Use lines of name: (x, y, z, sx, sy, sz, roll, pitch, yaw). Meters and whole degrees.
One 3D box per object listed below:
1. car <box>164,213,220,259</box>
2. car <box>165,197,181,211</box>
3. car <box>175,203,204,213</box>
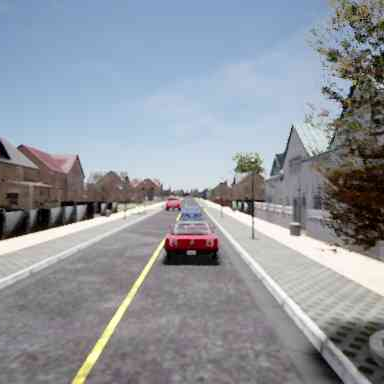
car: (0.006, 1.750, 13.251, 1.895, 1.301, 4.718, 0, -1, 0)
car: (-2.808, 1.779, 50.474, 2.150, 2.045, 5.566, 0, -1, 0)
car: (-0.016, 1.853, 27.537, 2.033, 1.411, 5.357, 0, -1, 0)
